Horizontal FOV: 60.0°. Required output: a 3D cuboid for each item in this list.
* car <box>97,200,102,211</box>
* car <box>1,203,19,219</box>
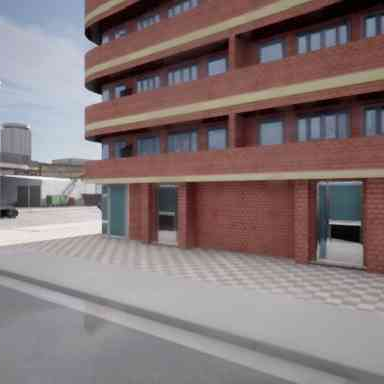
[{"bbox_3d":[-8.484,1.210,39.174,2.150,2.045,5.566,0,0,34],"label":"car"},{"bbox_3d":[-16.600,1.555,27.299,1.994,1.385,4.181,0,0,34],"label":"car"}]
